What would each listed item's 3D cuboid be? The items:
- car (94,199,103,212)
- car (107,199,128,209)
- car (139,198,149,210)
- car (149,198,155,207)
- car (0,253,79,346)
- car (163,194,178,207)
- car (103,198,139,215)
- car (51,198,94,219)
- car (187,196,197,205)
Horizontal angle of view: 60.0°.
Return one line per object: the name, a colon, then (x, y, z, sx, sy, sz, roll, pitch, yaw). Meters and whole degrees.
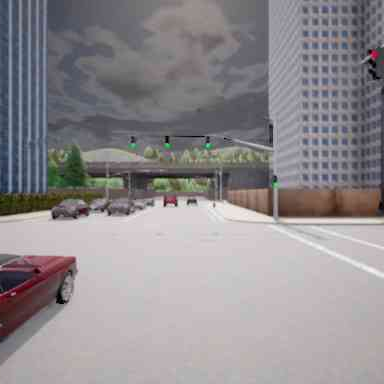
car: (-10.597, 1.524, 38.278, 2.128, 1.511, 4.902, 0, 0, 0)
car: (-10.559, 1.641, 47.501, 1.895, 1.301, 4.718, 0, 0, 1)
car: (-7.086, 1.637, 42.782, 1.895, 1.301, 4.718, 0, 0, 0)
car: (-7.010, 1.609, 52.829, 1.994, 1.385, 4.181, 0, 0, 0)
car: (-3.403, 1.605, 5.187, 1.895, 1.301, 4.718, 0, 0, 0)
car: (-3.429, 1.267, 53.397, 2.150, 2.045, 5.566, 0, 0, 0)
car: (-7.102, 1.381, 33.800, 2.097, 1.767, 4.553, 0, 0, 0)
car: (-10.604, 1.377, 29.318, 2.097, 1.767, 4.553, 0, 0, 0)
car: (-0.012, 1.555, 58.475, 1.837, 1.490, 4.892, 0, 0, 0)
